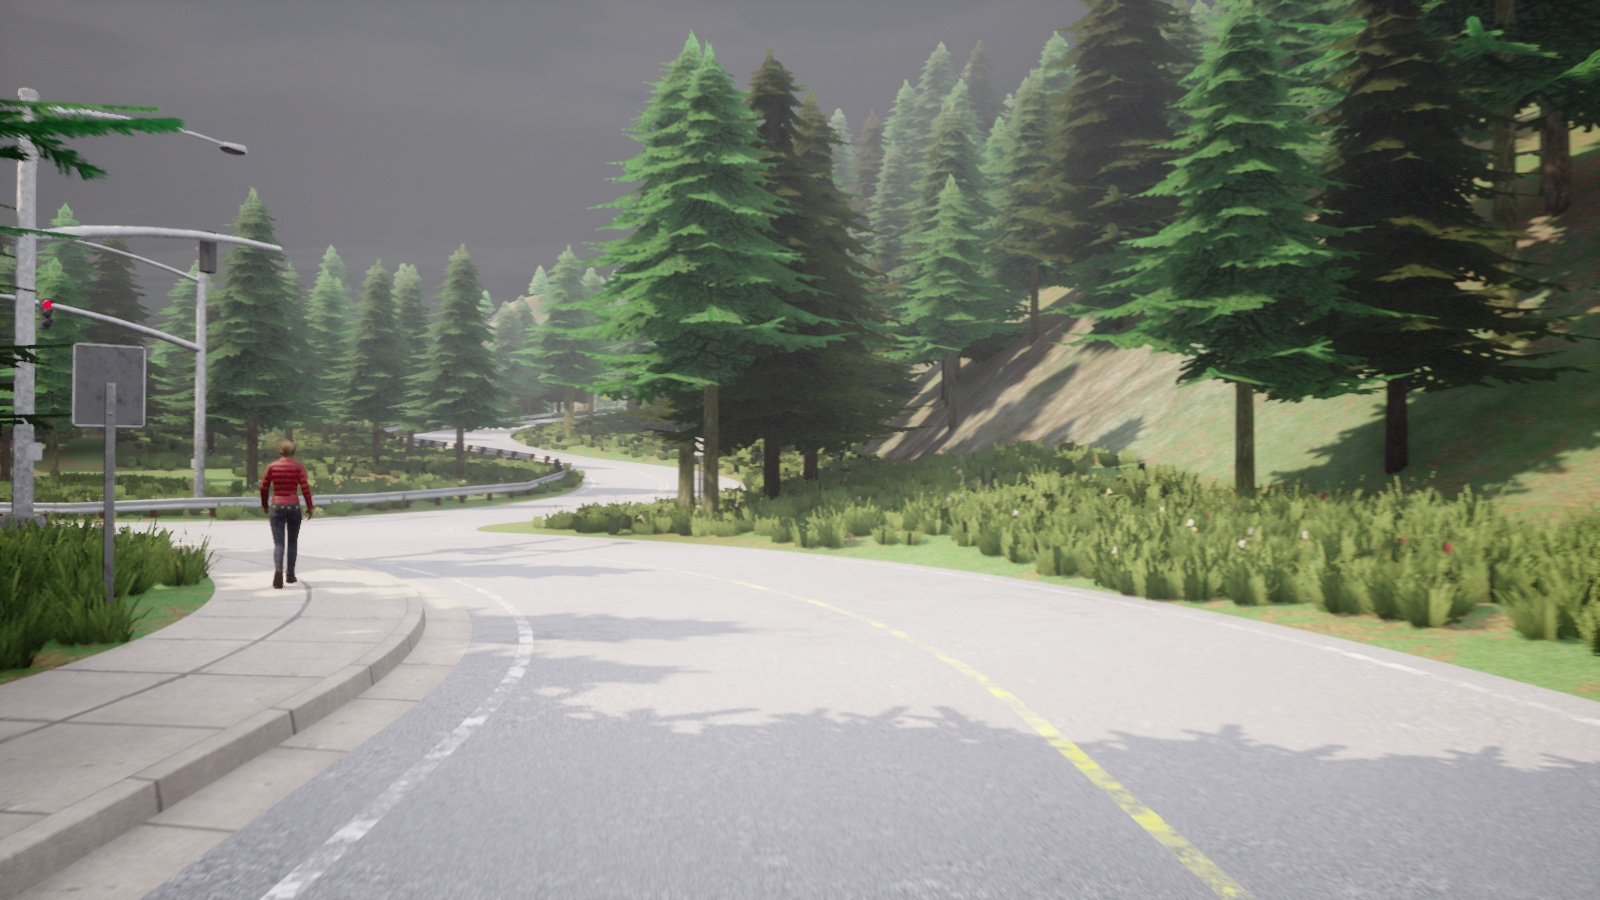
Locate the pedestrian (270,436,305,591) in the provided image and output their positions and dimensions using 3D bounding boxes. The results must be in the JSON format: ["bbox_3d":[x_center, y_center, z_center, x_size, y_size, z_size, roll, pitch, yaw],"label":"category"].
[{"bbox_3d":[-6.248,0.765,15.321,0.331,1.846,0.636,0,-1,-17],"label":"pedestrian"}]
